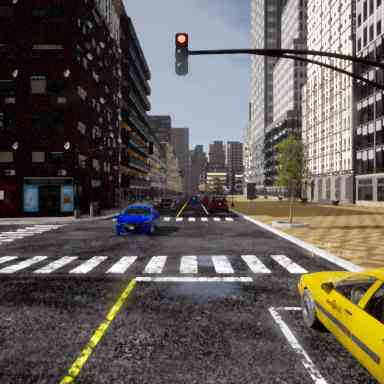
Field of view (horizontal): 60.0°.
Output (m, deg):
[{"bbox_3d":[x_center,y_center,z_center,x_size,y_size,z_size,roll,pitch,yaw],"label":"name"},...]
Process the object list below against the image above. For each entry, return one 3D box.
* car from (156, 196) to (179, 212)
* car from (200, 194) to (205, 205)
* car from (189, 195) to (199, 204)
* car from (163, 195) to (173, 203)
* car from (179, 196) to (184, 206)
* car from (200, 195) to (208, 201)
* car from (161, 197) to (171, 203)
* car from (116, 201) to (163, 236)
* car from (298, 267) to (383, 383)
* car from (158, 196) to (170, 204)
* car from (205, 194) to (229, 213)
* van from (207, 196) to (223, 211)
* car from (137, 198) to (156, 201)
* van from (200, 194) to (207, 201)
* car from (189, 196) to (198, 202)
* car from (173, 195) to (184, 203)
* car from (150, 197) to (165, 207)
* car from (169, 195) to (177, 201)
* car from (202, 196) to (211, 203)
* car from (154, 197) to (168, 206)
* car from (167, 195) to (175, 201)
[{"bbox_3d":[-2.918,1.526,38.944,1.837,1.490,4.892,0,0,0],"label":"car"},{"bbox_3d":[2.954,1.364,58.485,2.192,1.841,5.009,0,0,0],"label":"car"},{"bbox_3d":[0.407,1.415,66.688,2.097,1.767,4.553,0,0,0],"label":"car"},{"bbox_3d":[-5.350,1.519,75.104,1.967,1.590,4.097,0,0,0],"label":"car"},{"bbox_3d":[-2.824,1.534,54.470,2.128,1.511,4.902,0,0,0],"label":"car"},{"bbox_3d":[3.083,1.628,86.288,1.752,1.417,4.829,0,0,0],"label":"car"},{"bbox_3d":[-5.374,1.651,69.577,1.802,1.307,4.206,0,0,0],"label":"car"},{"bbox_3d":[-3.018,1.520,19.164,1.882,1.535,5.008,0,0,0],"label":"car"},{"bbox_3d":[2.705,1.526,4.137,1.752,1.417,4.829,0,0,0],"label":"car"},{"bbox_3d":[-5.400,1.499,64.051,1.967,1.590,4.097,0,0,0],"label":"car"},{"bbox_3d":[2.852,1.333,36.379,2.192,1.841,5.009,0,0,0],"label":"car"},{"bbox_3d":[2.878,1.365,41.905,1.690,1.788,3.998,0,0,0],"label":"van"},{"bbox_3d":[-5.526,1.569,36.418,2.008,1.369,4.403,0,0,0],"label":"car"},{"bbox_3d":[3.107,1.456,91.644,1.690,1.788,3.998,0,0,0],"label":"van"},{"bbox_3d":[0.356,1.582,76.584,1.837,1.490,4.892,0,0,0],"label":"car"},{"bbox_3d":[-2.681,1.451,69.362,2.033,1.411,5.357,0,0,0],"label":"car"},{"bbox_3d":[-5.450,1.590,52.997,2.008,1.369,4.403,0,0,0],"label":"car"},{"bbox_3d":[-5.272,1.659,91.682,1.887,1.381,4.507,0,0,0],"label":"car"},{"bbox_3d":[3.006,1.613,69.538,1.887,1.381,4.507,0,0,0],"label":"car"},{"bbox_3d":[-5.425,1.593,58.523,1.887,1.381,4.507,0,0,0],"label":"car"},{"bbox_3d":[-5.299,1.627,85.987,1.752,1.417,4.829,0,0,0],"label":"car"}]
